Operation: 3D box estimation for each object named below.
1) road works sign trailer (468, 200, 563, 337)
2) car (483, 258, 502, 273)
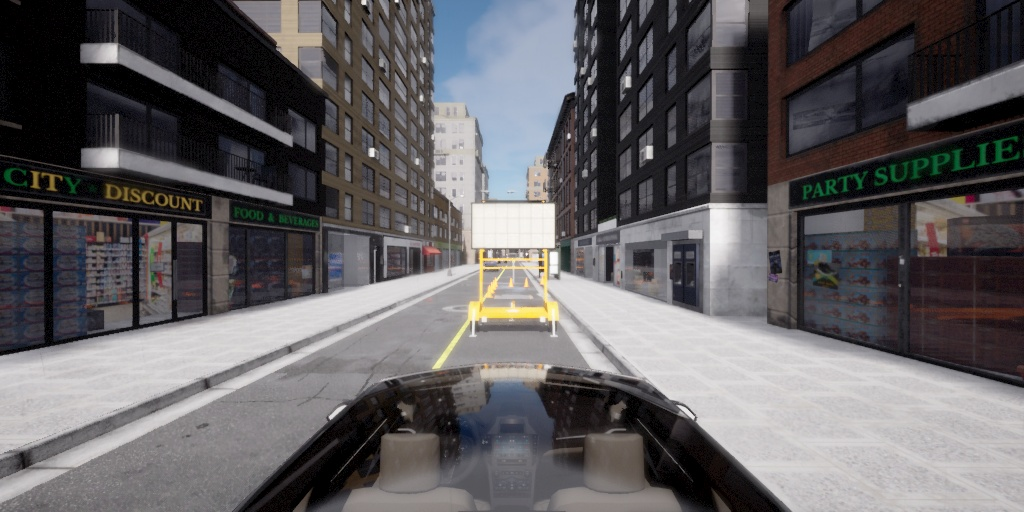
[{"bbox_3d":[0.044,0.213,10.271,2.380,3.560,2.880,0,0,0],"label":"road works sign trailer"},{"bbox_3d":[-2.648,1.293,43.470,1.994,1.385,4.181,0,0,0],"label":"car"}]
